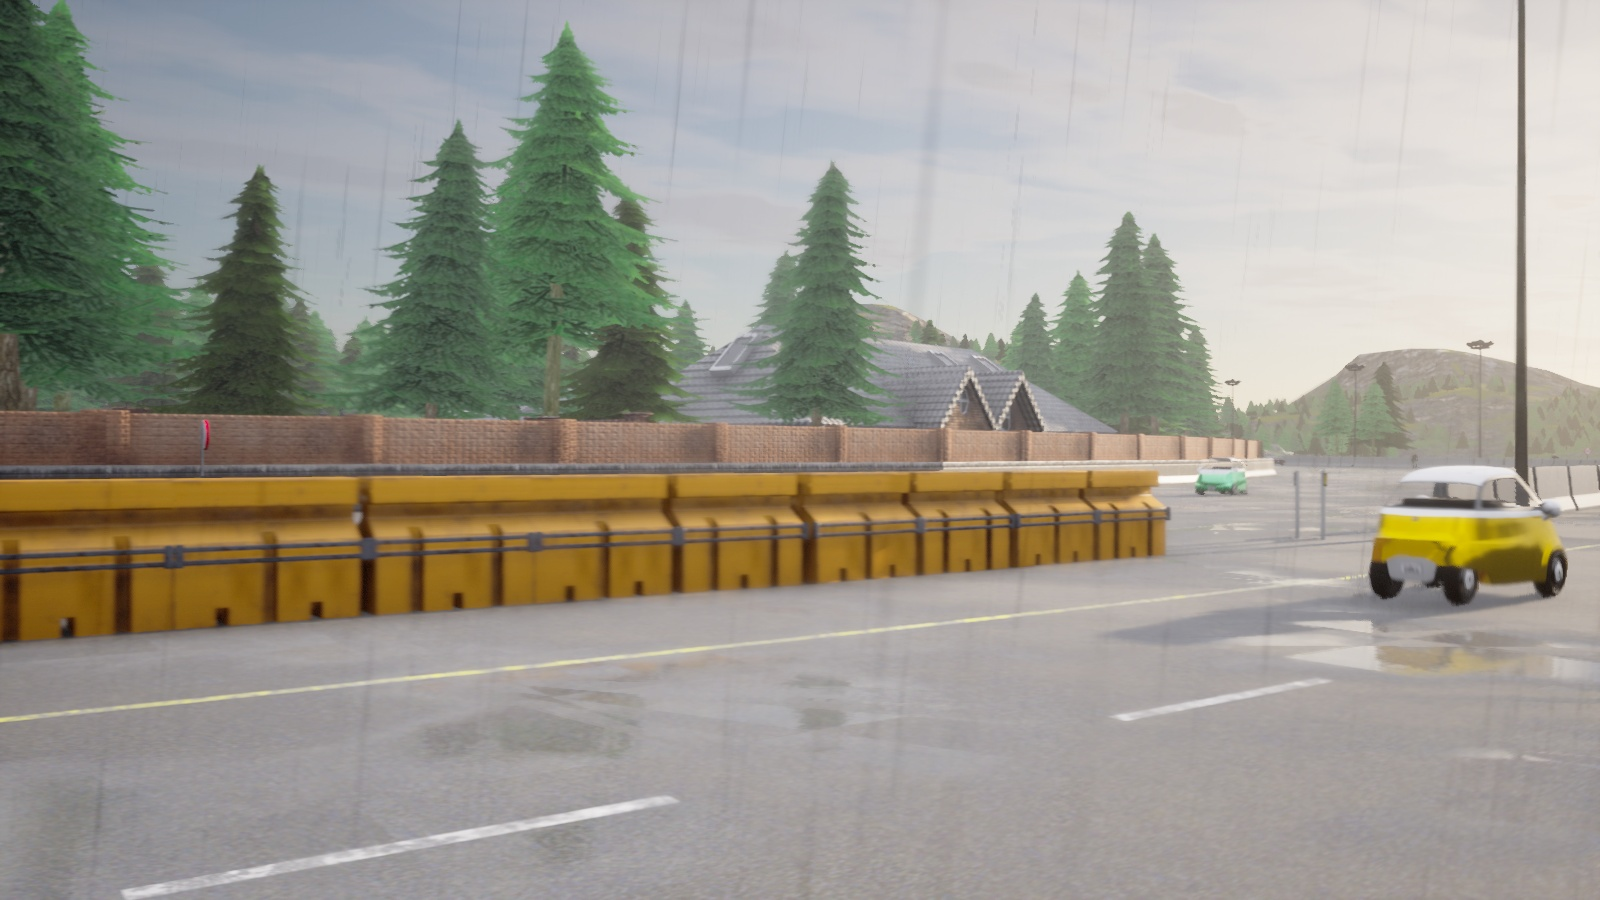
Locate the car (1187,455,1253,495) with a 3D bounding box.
[{"bbox_3d":[15.072,0.879,45.015,1.481,1.376,2.207,0,0,41],"label":"car"}]

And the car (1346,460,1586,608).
[{"bbox_3d":[7.058,0.817,13.289,2.207,1.376,1.481,0,0,-39],"label":"car"}]
